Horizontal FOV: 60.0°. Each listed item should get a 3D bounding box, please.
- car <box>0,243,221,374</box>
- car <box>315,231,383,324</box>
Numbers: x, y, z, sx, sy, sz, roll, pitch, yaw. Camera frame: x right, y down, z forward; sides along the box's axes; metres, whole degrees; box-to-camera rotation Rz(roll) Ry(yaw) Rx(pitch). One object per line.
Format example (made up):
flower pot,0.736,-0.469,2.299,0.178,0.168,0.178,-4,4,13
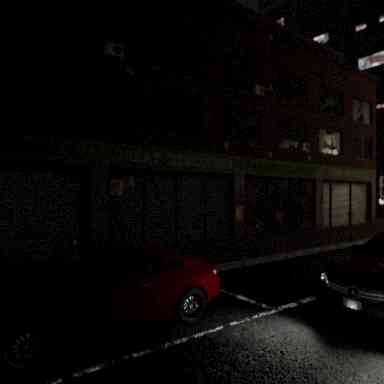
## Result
car,-1.391,1.576,5.575,4.206,1.307,1.802,0,1,-36
car,4.420,1.505,6.628,4.674,1.442,1.812,0,0,-36
